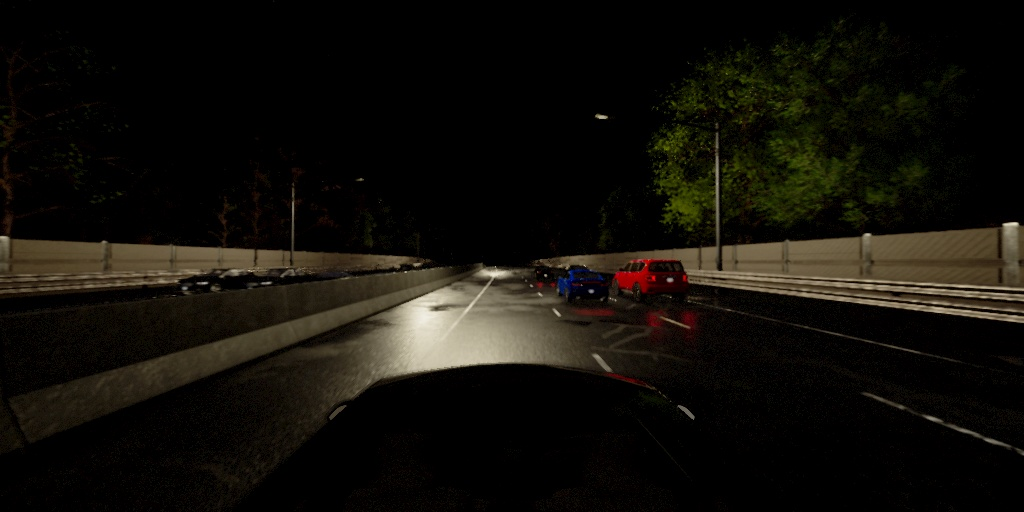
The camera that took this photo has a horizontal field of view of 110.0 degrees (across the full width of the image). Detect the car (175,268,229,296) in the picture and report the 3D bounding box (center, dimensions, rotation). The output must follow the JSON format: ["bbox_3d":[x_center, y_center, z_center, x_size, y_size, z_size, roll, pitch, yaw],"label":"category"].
[{"bbox_3d":[-17.731,1.512,21.858,2.128,1.511,4.902,0,-1,-1],"label":"car"}]

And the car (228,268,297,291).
[{"bbox_3d":[-14.230,1.513,21.898,2.128,1.511,4.902,0,-1,-1],"label":"car"}]

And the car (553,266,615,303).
[{"bbox_3d":[3.506,1.452,18.408,1.882,1.535,5.008,0,-1,-1],"label":"car"}]

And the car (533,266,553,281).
[{"bbox_3d":[3.238,1.753,37.127,1.812,1.442,4.674,0,-1,-1],"label":"car"}]

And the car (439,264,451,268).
[{"bbox_3d":[-11.591,2.092,62.665,1.812,1.442,4.674,0,-1,-1],"label":"car"}]

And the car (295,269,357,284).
[{"bbox_3d":[-10.727,1.582,21.620,1.994,1.385,4.181,0,-1,-1],"label":"car"}]

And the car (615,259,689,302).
[{"bbox_3d":[7.006,1.198,18.626,2.150,2.045,5.566,0,-1,-1],"label":"car"}]
